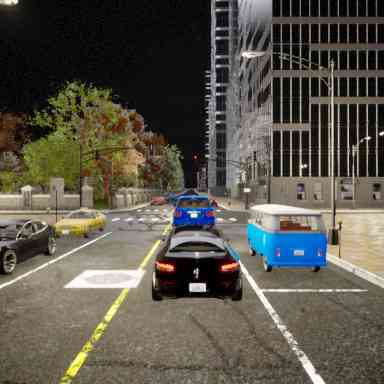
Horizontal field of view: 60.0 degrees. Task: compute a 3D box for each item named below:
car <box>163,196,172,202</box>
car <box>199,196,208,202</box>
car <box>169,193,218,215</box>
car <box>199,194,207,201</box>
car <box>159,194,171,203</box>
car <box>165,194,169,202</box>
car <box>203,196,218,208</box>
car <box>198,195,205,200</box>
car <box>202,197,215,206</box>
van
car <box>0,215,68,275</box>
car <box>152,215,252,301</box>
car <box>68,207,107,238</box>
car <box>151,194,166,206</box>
[{"bbox_3d":[-5.713,1.538,76.994,1.802,1.307,4.206,0,0,0],"label":"car"},{"bbox_3d":[2.668,1.521,76.992,1.947,1.339,4.313,0,0,0],"label":"car"},{"bbox_3d":[0.095,1.214,18.536,2.150,2.045,5.566,0,0,0],"label":"car"},{"bbox_3d":[2.667,1.388,82.673,1.967,1.590,4.097,0,0,0],"label":"car"},{"bbox_3d":[-5.710,1.277,71.312,2.192,1.841,5.009,0,0,0],"label":"car"},{"bbox_3d":[-5.707,1.520,59.945,2.008,1.369,4.403,0,0,0],"label":"car"},{"bbox_3d":[2.678,1.416,48.587,1.967,1.590,4.097,0,0,0],"label":"car"},{"bbox_3d":[2.664,1.453,94.209,1.752,1.417,4.829,0,0,0],"label":"car"},{"bbox_3d":[2.675,1.539,54.268,1.947,1.339,4.313,0,0,0],"label":"car"},{"bbox_3d":[2.772,1.337,10.462,1.690,1.788,3.998,0,0,0],"label":"van"},{"bbox_3d":[-5.772,1.562,10.458,1.947,1.339,4.313,0,0,0],"label":"car"},{"bbox_3d":[0.100,1.523,8.186,1.812,1.442,4.674,0,0,0],"label":"car"},{"bbox_3d":[-5.823,1.518,17.692,1.752,1.417,4.829,0,0,0],"label":"car"},{"bbox_3d":[-5.705,1.517,54.263,1.887,1.381,4.507,0,0,0],"label":"car"}]
